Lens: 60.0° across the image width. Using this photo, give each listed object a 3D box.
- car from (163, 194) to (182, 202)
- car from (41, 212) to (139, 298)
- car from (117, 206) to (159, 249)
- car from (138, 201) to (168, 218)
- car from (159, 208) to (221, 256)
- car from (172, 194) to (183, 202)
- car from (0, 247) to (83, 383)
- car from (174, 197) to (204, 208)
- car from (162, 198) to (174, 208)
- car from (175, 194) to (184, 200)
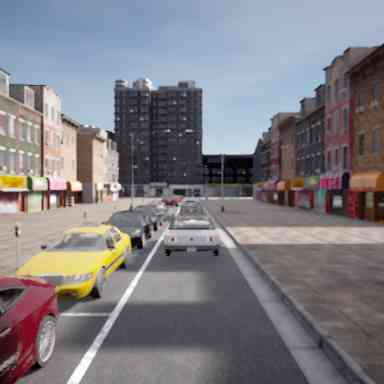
[{"bbox_3d":[-2.850,1.072,44.210,2.097,1.767,4.553,0,0,0],"label":"car"},{"bbox_3d":[-2.658,1.471,8.365,1.752,1.417,4.829,0,0,0],"label":"car"},{"bbox_3d":[-2.671,1.476,13.987,1.947,1.339,4.313,0,0,0],"label":"car"},{"bbox_3d":[-2.683,1.442,19.439,1.947,1.339,4.313,0,0,0],"label":"car"},{"bbox_3d":[0.013,1.519,12.715,1.895,1.301,4.718,0,0,0],"label":"car"},{"bbox_3d":[-2.782,1.168,63.055,1.947,1.339,4.313,0,0,0],"label":"car"},{"bbox_3d":[-2.646,1.561,3.083,1.802,1.307,4.206,0,0,0],"label":"car"},{"bbox_3d":[-0.035,1.381,26.185,2.033,1.411,5.357,0,0,1],"label":"car"},{"bbox_3d":[-2.696,1.393,24.891,2.008,1.369,4.403,0,0,0],"label":"car"},{"bbox_3d":[-2.807,1.099,73.959,1.947,1.339,4.313,0,0,0],"label":"car"}]
